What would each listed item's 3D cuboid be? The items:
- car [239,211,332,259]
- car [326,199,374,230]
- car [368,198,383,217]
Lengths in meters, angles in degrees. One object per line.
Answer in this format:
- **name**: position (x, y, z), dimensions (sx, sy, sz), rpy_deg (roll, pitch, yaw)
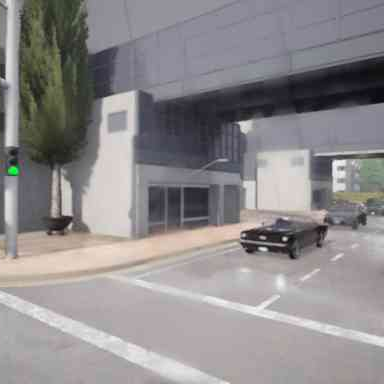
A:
- **car**: position (3.620, 1.568, 12.693), dimensions (1.895, 1.301, 4.718), rpy_deg (1, 0, 36)
- **car**: position (9.757, 1.458, 21.060), dimensions (2.128, 1.511, 4.902), rpy_deg (1, 0, 36)
- **car**: position (17.301, 1.321, 31.385), dimensions (2.097, 1.767, 4.553), rpy_deg (1, 0, 34)
